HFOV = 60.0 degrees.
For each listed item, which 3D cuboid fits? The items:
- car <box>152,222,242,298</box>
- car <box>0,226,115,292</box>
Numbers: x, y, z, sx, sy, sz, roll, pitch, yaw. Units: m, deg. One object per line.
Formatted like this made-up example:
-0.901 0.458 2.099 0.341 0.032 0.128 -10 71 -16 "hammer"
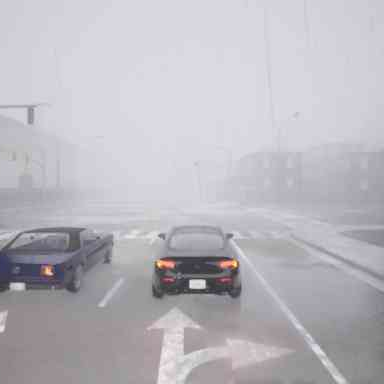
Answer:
0.101 1.477 8.275 1.812 1.442 4.674 0 0 0 "car"
-3.397 1.550 8.708 1.895 1.301 4.718 0 0 0 "car"
